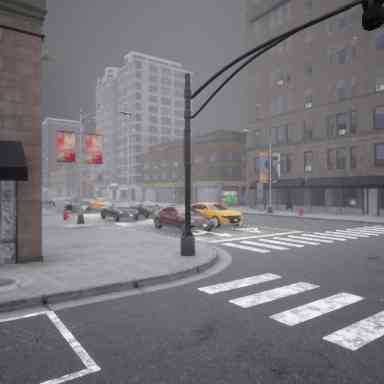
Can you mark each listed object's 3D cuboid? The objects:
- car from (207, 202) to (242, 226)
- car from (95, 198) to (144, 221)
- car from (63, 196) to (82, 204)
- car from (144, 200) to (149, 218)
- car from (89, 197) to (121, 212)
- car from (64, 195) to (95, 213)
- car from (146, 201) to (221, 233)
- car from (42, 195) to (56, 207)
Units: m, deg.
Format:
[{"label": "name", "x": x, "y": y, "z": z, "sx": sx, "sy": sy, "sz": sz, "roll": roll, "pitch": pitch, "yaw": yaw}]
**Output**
[{"label": "car", "x": 1.265, "y": 1.451, "z": 22.502, "sx": 1.882, "sy": 1.535, "sz": 5.008, "roll": 0, "pitch": 0, "yaw": -35}, {"label": "car", "x": -5.967, "y": 1.492, "z": 26.989, "sx": 1.812, "sy": 1.442, "sz": 4.674, "roll": 0, "pitch": 0, "yaw": -36}, {"label": "car", "x": -21.687, "y": 1.407, "z": 60.202, "sx": 1.837, "sy": 1.490, "sz": 4.892, "roll": 0, "pitch": 0, "yaw": -36}, {"label": "car", "x": -4.178, "y": 1.485, "z": 30.065, "sx": 1.812, "sy": 1.442, "sz": 4.674, "roll": 0, "pitch": 0, "yaw": -36}, {"label": "car", "x": -10.135, "y": 1.422, "z": 38.315, "sx": 1.882, "sy": 1.535, "sz": 5.008, "roll": 0, "pitch": 0, "yaw": -36}, {"label": "car", "x": -12.314, "y": 1.441, "z": 35.779, "sx": 2.128, "sy": 1.511, "sz": 4.902, "roll": 0, "pitch": 0, "yaw": -36}, {"label": "car", "x": -0.646, "y": 1.505, "z": 19.615, "sx": 1.812, "sy": 1.442, "sz": 4.674, "roll": 0, "pitch": 0, "yaw": -35}, {"label": "car", "x": -21.397, "y": 1.200, "z": 48.516, "sx": 2.097, "sy": 1.767, "sz": 4.553, "roll": 0, "pitch": 0, "yaw": -36}]
